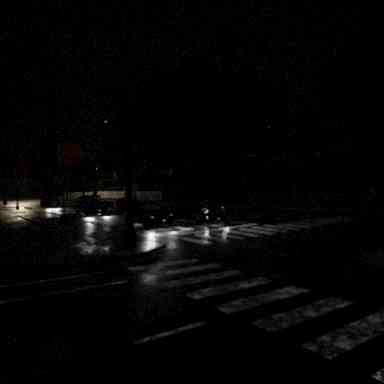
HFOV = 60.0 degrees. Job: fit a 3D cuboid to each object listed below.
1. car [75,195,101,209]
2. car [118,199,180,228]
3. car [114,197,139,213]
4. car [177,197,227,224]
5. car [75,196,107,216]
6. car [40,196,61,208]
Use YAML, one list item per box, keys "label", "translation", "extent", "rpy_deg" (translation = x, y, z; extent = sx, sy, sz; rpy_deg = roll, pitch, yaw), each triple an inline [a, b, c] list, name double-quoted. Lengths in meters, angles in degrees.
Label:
- label: "car"
  translation: [-13.352, 1.243, 42.502]
  extent: [1.837, 1.490, 4.892]
  rpy_deg: [-3, 2, -35]
- label: "car"
  translation: [-2.992, 1.447, 22.216]
  extent: [1.812, 1.442, 4.674]
  rpy_deg: [-3, 2, -34]
- label: "car"
  translation: [-5.838, 1.261, 31.845]
  extent: [2.128, 1.511, 4.902]
  rpy_deg: [-3, 2, -35]
- label: "car"
  translation: [0.365, 1.149, 23.171]
  extent: [2.097, 1.767, 4.553]
  rpy_deg: [-3, 2, -37]
- label: "car"
  translation: [-9.635, 1.394, 31.590]
  extent: [1.837, 1.490, 4.892]
  rpy_deg: [-3, 2, -35]
- label: "car"
  translation: [-19.407, 1.342, 45.516]
  extent: [2.128, 1.511, 4.902]
  rpy_deg: [-3, 2, -35]
